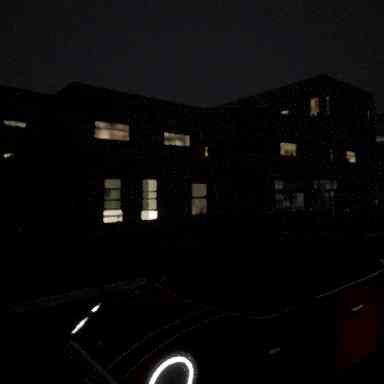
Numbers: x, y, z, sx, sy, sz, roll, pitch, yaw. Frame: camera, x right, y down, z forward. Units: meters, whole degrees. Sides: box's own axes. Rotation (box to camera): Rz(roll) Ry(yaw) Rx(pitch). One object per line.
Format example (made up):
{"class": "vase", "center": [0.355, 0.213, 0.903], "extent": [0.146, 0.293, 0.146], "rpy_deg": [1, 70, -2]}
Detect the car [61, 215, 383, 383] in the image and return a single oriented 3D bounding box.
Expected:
{"class": "car", "center": [0.814, 1.371, 4.176], "extent": [4.553, 1.767, 2.097], "rpy_deg": [0, 0, -39]}

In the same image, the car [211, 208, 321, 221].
{"class": "car", "center": [1.434, 1.349, 7.998], "extent": [5.009, 1.841, 2.192], "rpy_deg": [0, -1, -40]}
